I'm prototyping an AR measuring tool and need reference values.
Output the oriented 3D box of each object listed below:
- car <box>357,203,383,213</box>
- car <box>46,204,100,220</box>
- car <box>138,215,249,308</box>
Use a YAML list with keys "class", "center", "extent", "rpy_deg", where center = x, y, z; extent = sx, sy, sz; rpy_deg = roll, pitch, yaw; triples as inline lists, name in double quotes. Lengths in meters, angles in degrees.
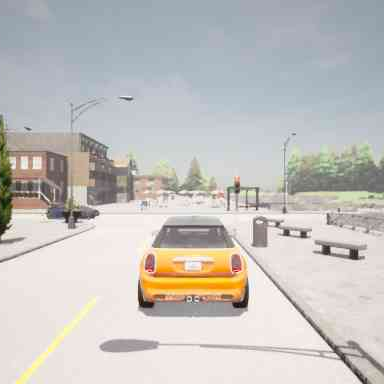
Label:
- class: "car"
  center: [15.815, 1.613, 28.051]
  extent: [4.718, 1.301, 1.895]
  rpy_deg: [0, 0, 0]
- class: "car"
  center: [-9.804, 1.576, 27.523]
  extent: [4.181, 1.385, 1.994]
  rpy_deg: [0, 0, 10]
- class: "car"
  center: [0.042, 1.356, 8.109]
  extent: [2.097, 1.767, 4.553]
  rpy_deg: [0, 0, 1]
